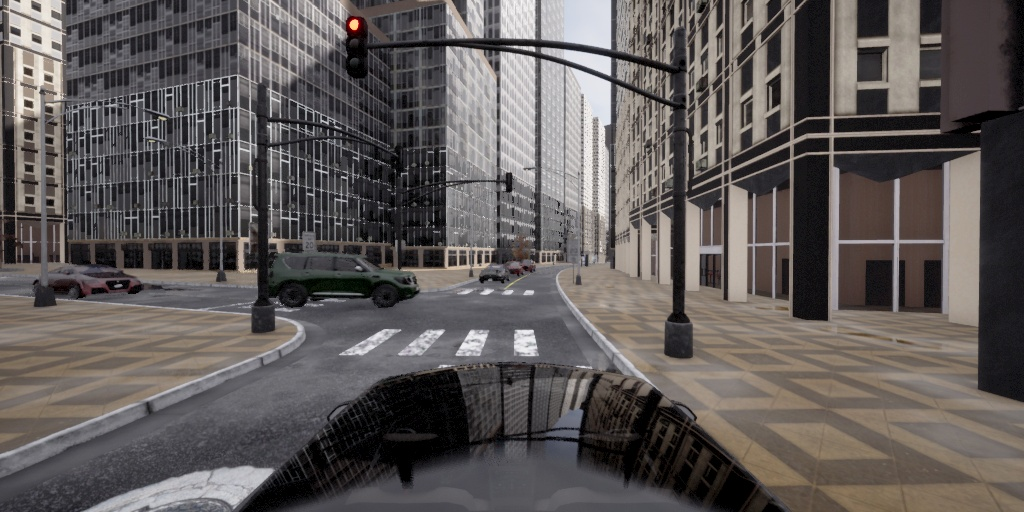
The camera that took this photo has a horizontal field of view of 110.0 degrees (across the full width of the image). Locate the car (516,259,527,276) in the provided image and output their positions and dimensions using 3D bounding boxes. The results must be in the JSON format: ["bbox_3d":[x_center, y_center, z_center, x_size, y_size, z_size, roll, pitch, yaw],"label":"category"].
[{"bbox_3d":[0.127,1.297,37.804,1.882,1.535,5.008,0,0,9],"label":"car"}]

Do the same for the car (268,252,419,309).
[{"bbox_3d":[-6.598,0.913,14.275,5.566,2.045,2.150,1,1,-5],"label":"car"}]

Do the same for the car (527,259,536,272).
[{"bbox_3d":[1.878,1.220,47.533,2.097,1.767,4.553,0,0,11],"label":"car"}]

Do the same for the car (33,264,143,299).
[{"bbox_3d":[-18.894,1.079,16.024,4.181,1.385,1.994,1,1,16],"label":"car"}]

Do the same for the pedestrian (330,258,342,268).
[{"bbox_3d":[-9.580,0.716,19.426,0.375,1.860,0.375,0,0,16],"label":"pedestrian"}]

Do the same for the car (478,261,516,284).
[{"bbox_3d":[-1.224,1.331,28.096,2.033,1.411,5.357,0,0,7],"label":"car"}]
